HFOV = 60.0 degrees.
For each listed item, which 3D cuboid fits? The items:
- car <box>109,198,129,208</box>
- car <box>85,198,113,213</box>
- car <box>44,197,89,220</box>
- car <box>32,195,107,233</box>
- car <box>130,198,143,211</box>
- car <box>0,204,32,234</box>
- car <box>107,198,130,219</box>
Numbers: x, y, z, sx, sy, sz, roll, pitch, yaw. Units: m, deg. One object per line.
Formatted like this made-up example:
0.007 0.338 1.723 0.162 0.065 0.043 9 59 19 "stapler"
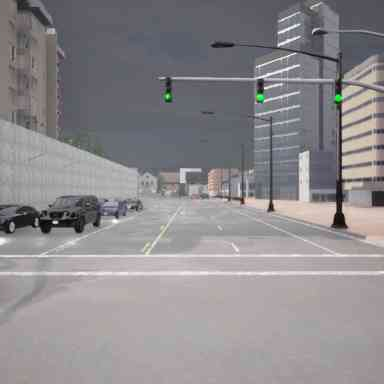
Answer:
-10.586 1.600 48.369 1.895 1.301 4.718 0 0 0 "car"
-10.617 1.505 38.309 1.837 1.490 4.892 0 0 0 "car"
-10.617 1.352 28.491 2.097 1.767 4.553 0 0 0 "car"
-7.109 1.221 20.056 2.150 2.045 5.566 0 0 0 "car"
-7.115 1.491 40.039 2.128 1.511 4.902 0 0 0 "car"
-10.612 1.505 19.423 1.837 1.490 4.892 0 0 0 "car"
-7.117 1.525 29.696 1.812 1.442 4.674 0 0 0 "car"
